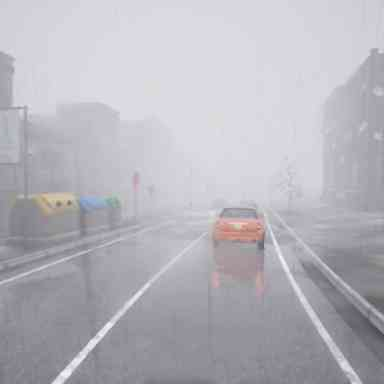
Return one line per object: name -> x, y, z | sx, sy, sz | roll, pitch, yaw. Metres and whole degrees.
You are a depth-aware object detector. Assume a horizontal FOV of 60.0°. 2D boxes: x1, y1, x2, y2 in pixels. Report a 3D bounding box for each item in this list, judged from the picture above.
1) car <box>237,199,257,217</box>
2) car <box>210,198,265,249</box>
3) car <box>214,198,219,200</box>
car -> 5.595, 1.505, 33.453 | 1.882, 1.535, 5.008 | 1, 0, 11
car -> 2.153, 1.364, 15.024 | 2.097, 1.767, 4.553 | 1, 0, 10
car -> 3.497, 1.497, 42.051 | 1.837, 1.490, 4.892 | 1, 0, 11
